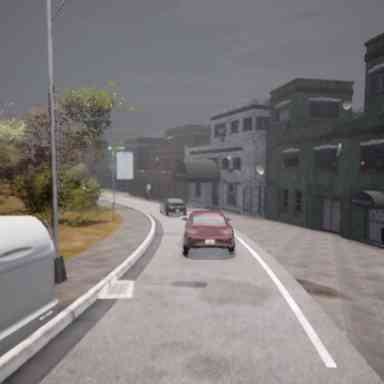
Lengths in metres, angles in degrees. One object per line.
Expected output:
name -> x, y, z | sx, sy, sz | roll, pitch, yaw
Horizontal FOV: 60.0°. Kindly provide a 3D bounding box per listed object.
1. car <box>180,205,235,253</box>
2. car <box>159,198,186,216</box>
car -> 0.583, 1.449, 13.170 | 1.812, 1.442, 4.674 | 0, 0, 0
car -> -1.818, 1.288, 30.327 | 1.837, 1.490, 4.892 | -1, 1, -15
